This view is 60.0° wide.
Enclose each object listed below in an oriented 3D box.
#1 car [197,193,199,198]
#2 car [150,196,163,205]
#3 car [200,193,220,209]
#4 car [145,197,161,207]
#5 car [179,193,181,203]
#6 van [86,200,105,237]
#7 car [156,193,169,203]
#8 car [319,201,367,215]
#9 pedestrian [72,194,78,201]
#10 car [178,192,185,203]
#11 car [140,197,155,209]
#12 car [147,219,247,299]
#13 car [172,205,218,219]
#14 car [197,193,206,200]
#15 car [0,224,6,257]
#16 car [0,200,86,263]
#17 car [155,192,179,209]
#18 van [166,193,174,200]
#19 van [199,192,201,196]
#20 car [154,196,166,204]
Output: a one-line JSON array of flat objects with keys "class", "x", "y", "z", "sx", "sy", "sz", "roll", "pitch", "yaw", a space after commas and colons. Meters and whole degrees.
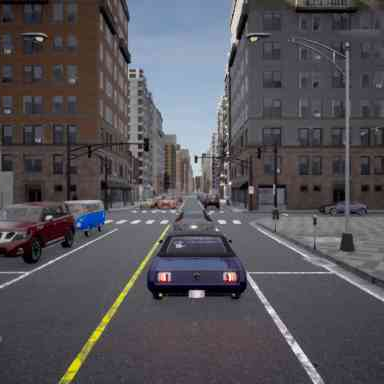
[{"class": "car", "x": 2.600, "y": 1.381, "z": 73.195, "sx": 1.752, "sy": 1.417, "sz": 4.829, "roll": 0, "pitch": 0, "yaw": 0}, {"class": "car", "x": -5.909, "y": 1.431, "z": 55.901, "sx": 1.752, "sy": 1.417, "sz": 4.829, "roll": 0, "pitch": 0, "yaw": 0}, {"class": "car", "x": 2.627, "y": 1.250, "z": 44.741, "sx": 2.192, "sy": 1.841, "sz": 5.009, "roll": 0, "pitch": 0, "yaw": 0}, {"class": "car", "x": -5.905, "y": 1.486, "z": 50.416, "sx": 1.947, "sy": 1.339, "sz": 4.313, "roll": 0, "pitch": 0, "yaw": 0}, {"class": "car", "x": -3.136, "y": 1.417, "z": 53.440, "sx": 1.837, "sy": 1.490, "sz": 4.892, "roll": 0, "pitch": 0, "yaw": 0}, {"class": "van", "x": -5.875, "y": 1.338, "z": 17.745, "sx": 1.690, "sy": 1.788, "sz": 3.998, "roll": 0, "pitch": 0, "yaw": 0}, {"class": "car", "x": -5.920, "y": 1.188, "z": 67.381, "sx": 2.192, "sy": 1.841, "sz": 5.009, "roll": 0, "pitch": 0, "yaw": 0}, {"class": "car", "x": 14.615, "y": 1.521, "z": 32.284, "sx": 4.181, "sy": 1.385, "sz": 1.994, "roll": 0, "pitch": 0, "yaw": 1}, {"class": "pedestrian", "x": -12.585, "y": 1.094, "z": 35.704, "sx": 0.375, "sy": 1.860, "sz": 0.375, "roll": 0, "pitch": 0, "yaw": 1}, {"class": "car", "x": -3.088, "y": 1.100, "z": 66.190, "sx": 2.150, "sy": 2.045, "sz": 5.566, "roll": 0, "pitch": 0, "yaw": 1}, {"class": "car", "x": -5.899, "y": 1.461, "z": 44.591, "sx": 1.752, "sy": 1.417, "sz": 4.829, "roll": 0, "pitch": 0, "yaw": 0}, {"class": "car", "x": 0.091, "y": 1.600, "z": 8.381, "sx": 1.895, "sy": 1.301, "sz": 4.718, "roll": 0, "pitch": 0, "yaw": 0}, {"class": "car", "x": 0.079, "y": 1.561, "z": 17.141, "sx": 1.994, "sy": 1.385, "sz": 4.181, "roll": 0, "pitch": 0, "yaw": 0}, {"class": "car", "x": 2.584, "y": 1.119, "z": 89.993, "sx": 2.192, "sy": 1.841, "sz": 5.009, "roll": 0, "pitch": 0, "yaw": 0}, {"class": "car", "x": -5.865, "y": 1.565, "z": 6.463, "sx": 1.947, "sy": 1.339, "sz": 4.313, "roll": 0, "pitch": 0, "yaw": 0}, {"class": "car", "x": -5.870, "y": 1.314, "z": 12.104, "sx": 2.192, "sy": 1.841, "sz": 5.009, "roll": 0, "pitch": 0, "yaw": 0}, {"class": "car", "x": -3.189, "y": 1.291, "z": 43.395, "sx": 2.097, "sy": 1.767, "sz": 4.553, "roll": 0, "pitch": 0, "yaw": 2}, {"class": "van", "x": -5.941, "y": 1.145, "z": 90.000, "sx": 1.690, "sy": 1.788, "sz": 3.998, "roll": 0, "pitch": 0, "yaw": 0}, {"class": "van", "x": 2.611, "y": 1.230, "z": 61.711, "sx": 1.690, "sy": 1.788, "sz": 3.998, "roll": 0, "pitch": 0, "yaw": 0}, {"class": "car", "x": -5.915, "y": 1.415, "z": 61.556, "sx": 1.752, "sy": 1.417, "sz": 4.829, "roll": 0, "pitch": 0, "yaw": 0}]
